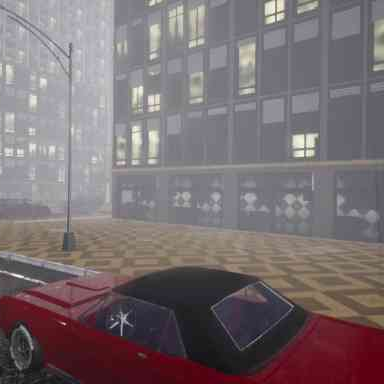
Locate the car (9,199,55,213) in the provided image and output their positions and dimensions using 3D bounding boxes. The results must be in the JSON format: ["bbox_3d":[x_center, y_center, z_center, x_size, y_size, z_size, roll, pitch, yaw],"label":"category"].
[{"bbox_3d":[-19.211,1.641,40.138,1.752,1.417,4.829,1,0,37],"label":"car"}]

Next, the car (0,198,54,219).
[{"bbox_3d":[-15.737,1.517,30.754,2.192,1.841,5.009,1,0,37],"label":"car"}]

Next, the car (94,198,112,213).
[{"bbox_3d":[-8.916,1.828,39.949,1.752,1.417,4.829,1,0,37],"label":"car"}]

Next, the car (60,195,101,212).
[{"bbox_3d":[-14.052,1.424,42.717,2.150,2.045,5.566,1,0,37],"label":"car"}]

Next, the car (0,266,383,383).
[{"bbox_3d":[-0.333,1.600,3.927,4.718,1.301,1.895,0,0,36],"label":"car"}]
